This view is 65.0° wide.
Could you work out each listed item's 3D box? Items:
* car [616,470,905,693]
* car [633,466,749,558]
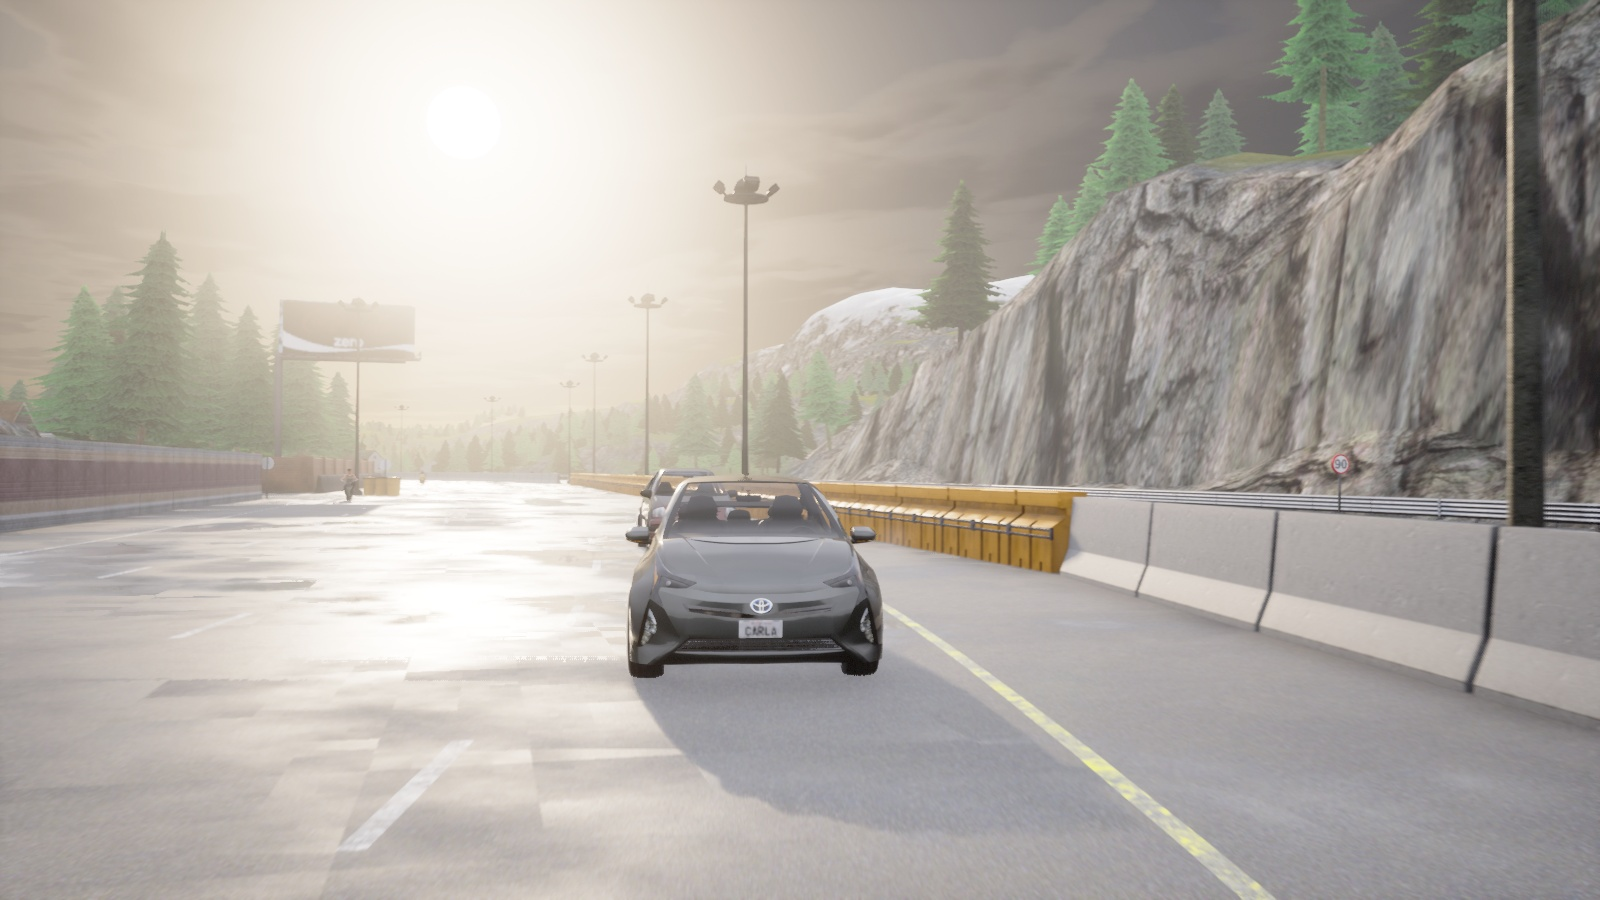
[{"bbox_3d":[-0.470,0.948,11.005,2.007,1.525,4.514,0,-1,-5],"label":"car"},{"bbox_3d":[-2.192,1.129,24.293,1.851,1.617,3.988,0,-1,-11],"label":"car"}]
